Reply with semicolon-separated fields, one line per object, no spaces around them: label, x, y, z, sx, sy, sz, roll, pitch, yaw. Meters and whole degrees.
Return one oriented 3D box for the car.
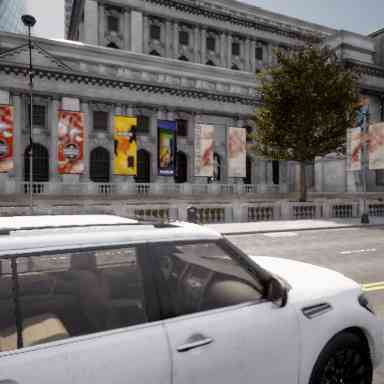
car;-0.622;1.223;3.049;5.566;2.045;2.150;0;0;-32
